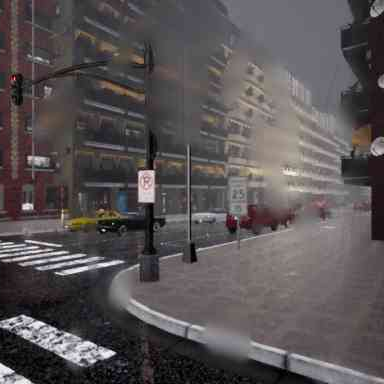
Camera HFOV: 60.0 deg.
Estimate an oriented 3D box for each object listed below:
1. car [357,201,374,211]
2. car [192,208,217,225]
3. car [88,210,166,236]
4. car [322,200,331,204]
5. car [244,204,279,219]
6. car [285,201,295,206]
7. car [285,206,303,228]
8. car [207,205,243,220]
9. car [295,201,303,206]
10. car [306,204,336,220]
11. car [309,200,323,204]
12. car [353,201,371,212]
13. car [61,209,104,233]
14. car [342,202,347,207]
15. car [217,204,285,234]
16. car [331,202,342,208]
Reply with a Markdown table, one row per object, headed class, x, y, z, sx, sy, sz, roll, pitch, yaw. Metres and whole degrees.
| class | x | y | z | sx | sy | sz | roll | pitch | yaw |
| --- | --- | --- | --- | --- | --- | --- | --- | --- | --- |
| car | 33.296 | 2.622 | 63.753 | 2.192 | 1.841 | 5.009 | -1 | -2 | 35 |
| car | 1.960 | 2.094 | 29.022 | 1.895 | 1.301 | 4.718 | 0 | -1 | 35 |
| car | -3.788 | 1.912 | 20.816 | 1.895 | 1.301 | 4.718 | 0 | -1 | 35 |
| car | 26.424 | 2.642 | 68.492 | 2.192 | 1.841 | 5.009 | -1 | -2 | 35 |
| car | 7.936 | 2.172 | 37.533 | 2.128 | 1.511 | 4.902 | 0 | -1 | 35 |
| car | 13.330 | 2.448 | 49.793 | 1.752 | 1.417 | 4.829 | -1 | -2 | 35 |
| car | 7.302 | 2.044 | 26.638 | 1.887 | 1.381 | 4.507 | -1 | -2 | 35 |
| car | 3.680 | 2.166 | 36.016 | 1.887 | 1.381 | 4.507 | -1 | -2 | 35 |
| car | 16.676 | 2.342 | 54.577 | 2.192 | 1.841 | 5.009 | -1 | -2 | 35 |
| car | 13.801 | 2.285 | 35.914 | 1.802 | 1.307 | 4.206 | -1 | -2 | 35 |
| car | 23.177 | 2.772 | 63.849 | 1.887 | 1.381 | 4.507 | -1 | -2 | 35 |
| car | 30.046 | 2.523 | 59.114 | 2.192 | 1.841 | 5.009 | -1 | -2 | 35 |
| car | -6.166 | 1.835 | 21.961 | 1.752 | 1.417 | 4.829 | -1 | -2 | 35 |
| car | 39.425 | 3.283 | 87.043 | 1.947 | 1.339 | 4.313 | -1 | -2 | 35 |
| car | 4.052 | 1.712 | 22.006 | 2.192 | 1.841 | 5.009 | -1 | -2 | 35 |
| car | 32.925 | 3.068 | 77.765 | 1.887 | 1.381 | 4.507 | -1 | -2 | 35 |
